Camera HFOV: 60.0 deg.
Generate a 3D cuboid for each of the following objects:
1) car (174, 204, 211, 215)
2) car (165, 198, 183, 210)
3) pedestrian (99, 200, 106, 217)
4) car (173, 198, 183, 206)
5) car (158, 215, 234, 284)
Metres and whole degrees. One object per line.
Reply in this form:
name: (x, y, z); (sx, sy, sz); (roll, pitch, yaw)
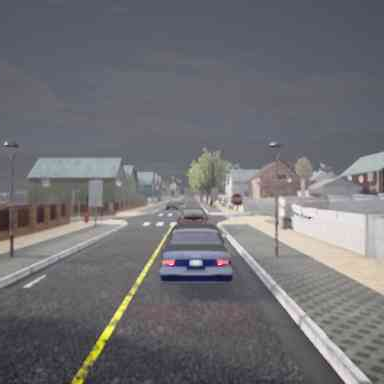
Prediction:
car: (0.042, 1.666, 19.701); (1.837, 1.490, 4.892); (0, 0, -1)
car: (-2.880, 1.937, 49.273); (2.033, 1.411, 5.357); (0, 0, 0)
pedestrian: (-9.723, 1.746, 35.838); (0.375, 1.860, 0.375); (0, 0, 0)
car: (-2.811, 2.055, 67.997); (1.812, 1.442, 4.674); (0, -1, 0)
car: (0.087, 1.629, 9.823); (2.033, 1.411, 5.357); (0, 0, 0)
